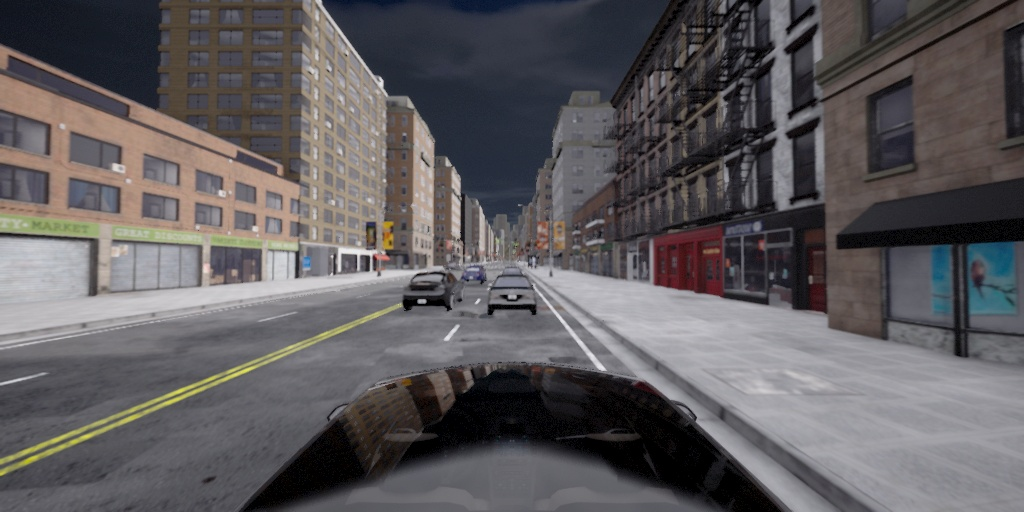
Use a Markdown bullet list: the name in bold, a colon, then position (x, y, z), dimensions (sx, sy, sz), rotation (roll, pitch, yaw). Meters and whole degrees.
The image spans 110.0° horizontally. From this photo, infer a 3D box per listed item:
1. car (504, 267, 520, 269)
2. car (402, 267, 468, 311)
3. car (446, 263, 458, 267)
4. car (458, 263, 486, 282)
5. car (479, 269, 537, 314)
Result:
- **car**: position (0.009, 1.581, 29.406), dimensions (2.033, 1.411, 5.357), rotation (0, -1, 1)
- **car**: position (-3.230, 1.398, 15.367), dimensions (1.837, 1.490, 4.892), rotation (0, 0, 0)
- **car**: position (-9.795, 1.885, 59.381), dimensions (2.033, 1.411, 5.357), rotation (0, -1, 1)
- **car**: position (-3.226, 1.572, 30.761), dimensions (1.812, 1.442, 4.674), rotation (0, 0, 0)
- **car**: position (0.011, 1.429, 14.402), dimensions (2.033, 1.411, 5.357), rotation (0, -1, 0)
